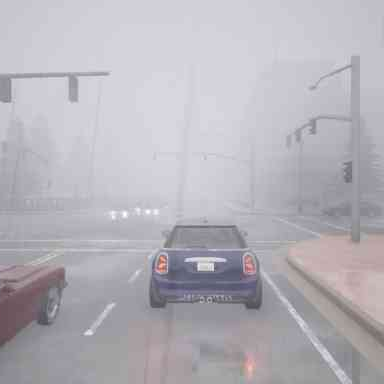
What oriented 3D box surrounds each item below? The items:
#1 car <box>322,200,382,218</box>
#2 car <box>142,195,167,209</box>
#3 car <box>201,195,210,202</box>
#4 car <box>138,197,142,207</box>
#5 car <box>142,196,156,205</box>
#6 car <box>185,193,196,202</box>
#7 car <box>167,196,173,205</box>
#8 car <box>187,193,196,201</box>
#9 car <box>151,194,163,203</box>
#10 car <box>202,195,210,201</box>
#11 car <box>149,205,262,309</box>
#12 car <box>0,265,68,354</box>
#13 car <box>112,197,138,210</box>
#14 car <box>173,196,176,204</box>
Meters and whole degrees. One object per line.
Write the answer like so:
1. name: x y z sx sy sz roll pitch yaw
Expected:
1. car: 14.110 1.505 29.472 4.892 1.490 1.837 0 0 4
2. car: -5.086 1.491 45.751 2.128 1.511 4.902 0 0 2
3. car: 3.064 1.549 73.575 1.994 1.385 4.181 0 0 2
4. car: -8.356 1.491 51.788 2.128 1.511 4.902 0 0 2
5. car: -7.948 1.505 61.874 1.837 1.490 4.892 0 0 3
6. car: -0.471 1.520 72.710 1.812 1.442 4.674 0 0 2
7. car: -4.724 1.478 55.110 1.882 1.535 5.008 0 0 2
8. car: -0.105 1.223 82.441 2.150 2.045 5.566 0 0 2
9. car: -7.502 1.355 72.030 2.097 1.767 4.553 0 0 2
10. car: 3.391 1.475 82.279 1.882 1.535 5.008 0 0 2
11. car: 0.303 1.352 8.045 2.097 1.767 4.553 0 0 2
12. car: -3.308 1.601 4.171 1.895 1.301 4.718 0 0 2
13. car: -8.712 1.601 42.483 1.895 1.301 4.718 0 0 2
14. car: -4.284 1.478 65.409 1.882 1.535 5.008 0 0 3
